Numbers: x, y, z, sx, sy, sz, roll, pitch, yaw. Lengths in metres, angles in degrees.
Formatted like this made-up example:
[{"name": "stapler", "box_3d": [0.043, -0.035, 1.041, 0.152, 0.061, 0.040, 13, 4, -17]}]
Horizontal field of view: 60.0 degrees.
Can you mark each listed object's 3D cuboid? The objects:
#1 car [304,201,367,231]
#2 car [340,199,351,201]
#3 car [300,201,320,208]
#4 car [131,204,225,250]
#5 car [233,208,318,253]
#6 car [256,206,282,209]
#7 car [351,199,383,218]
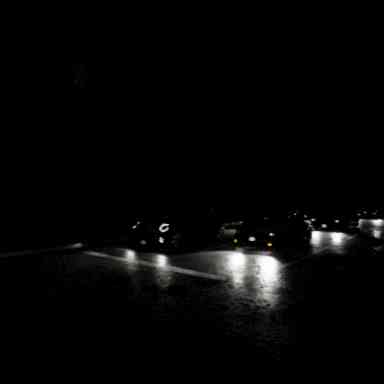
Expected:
[{"name": "car", "box_3d": [9.241, 1.547, 21.145, 2.033, 1.411, 5.357, 0, 0, 39]}, {"name": "car", "box_3d": [16.916, 1.433, 36.300, 1.994, 1.385, 4.181, 0, 1, 38]}, {"name": "car", "box_3d": [10.666, 1.519, 28.516, 2.033, 1.411, 5.357, 0, 0, 39]}, {"name": "car", "box_3d": [-0.499, 1.360, 14.598, 2.097, 1.767, 4.553, 0, 0, 39]}, {"name": "car", "box_3d": [3.460, 1.569, 13.938, 1.994, 1.385, 4.181, 0, 0, 39]}, {"name": "car", "box_3d": [4.875, 1.570, 21.306, 1.994, 1.385, 4.181, 0, 0, 38]}, {"name": "car", "box_3d": [15.769, 1.443, 29.276, 1.837, 1.490, 4.892, 0, 1, 39]}]
